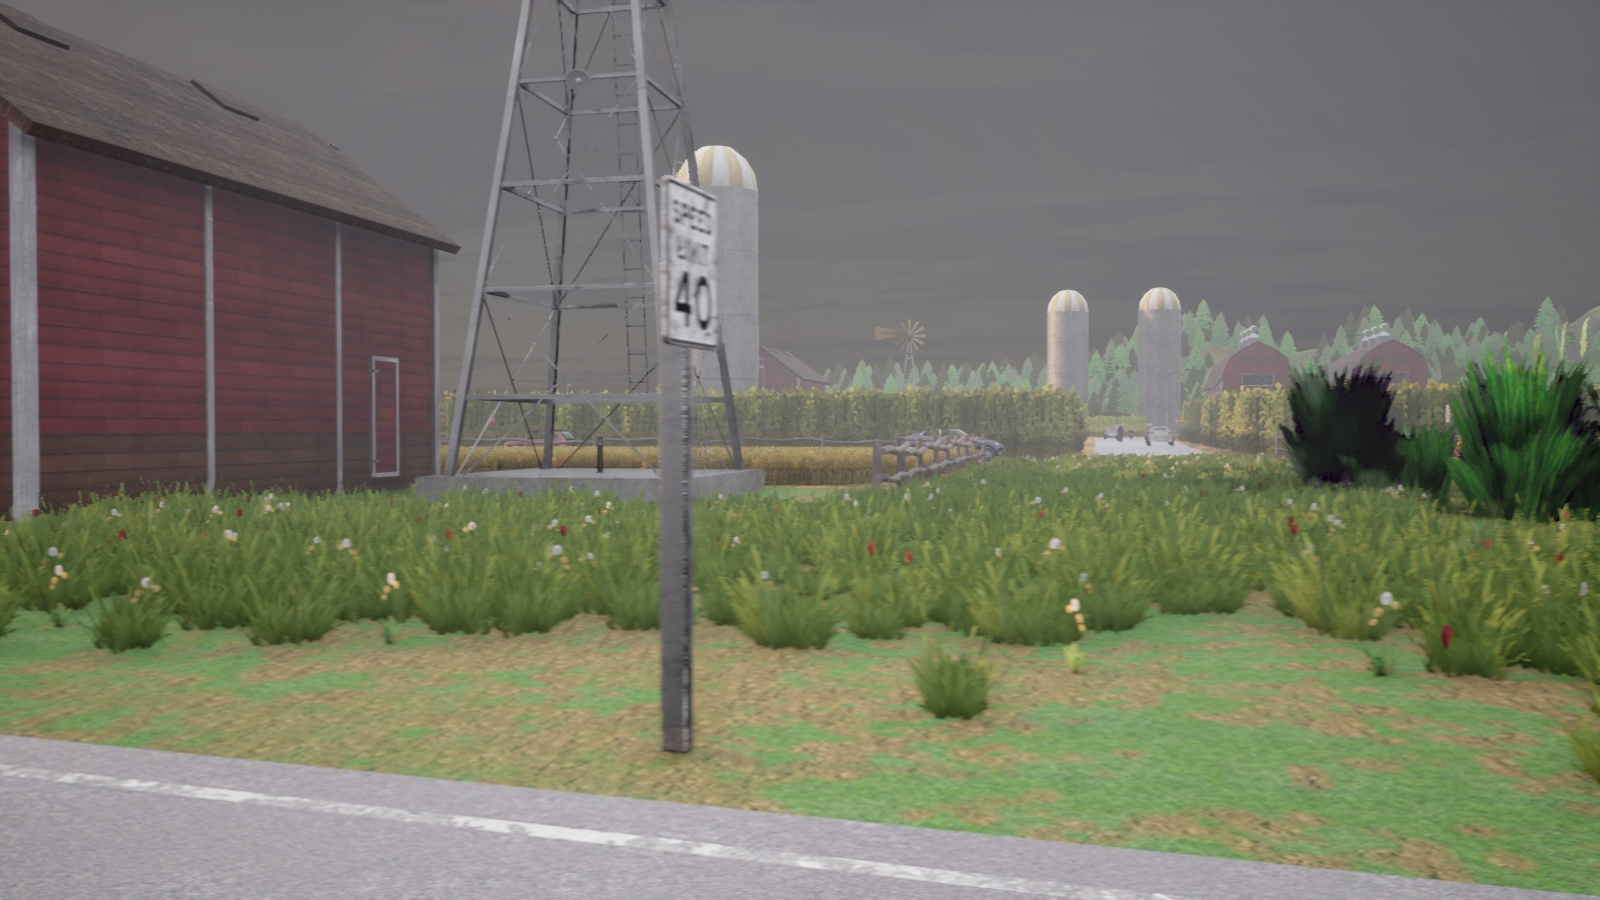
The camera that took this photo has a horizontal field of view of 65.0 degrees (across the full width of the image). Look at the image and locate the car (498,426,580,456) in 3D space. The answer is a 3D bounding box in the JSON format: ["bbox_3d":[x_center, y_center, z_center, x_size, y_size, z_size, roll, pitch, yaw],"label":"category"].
[{"bbox_3d":[-14.378,-0.496,69.241,3.988,1.617,1.851,1,1,13],"label":"car"}]

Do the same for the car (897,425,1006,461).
[{"bbox_3d":[7.374,-0.366,61.052,5.027,1.651,2.152,1,1,13],"label":"car"}]
